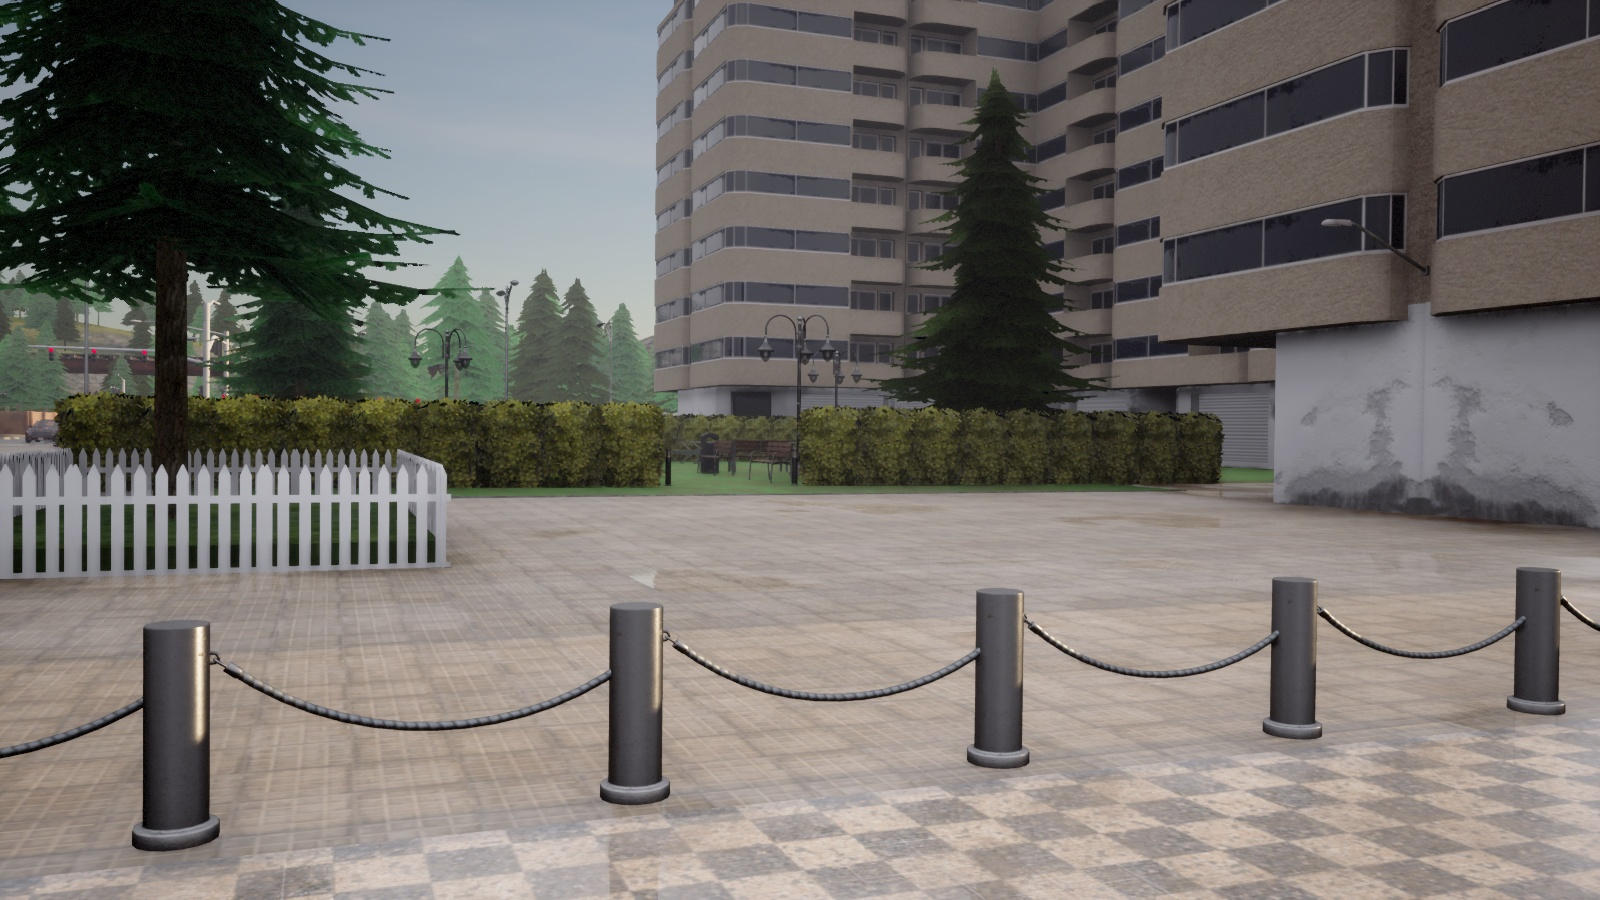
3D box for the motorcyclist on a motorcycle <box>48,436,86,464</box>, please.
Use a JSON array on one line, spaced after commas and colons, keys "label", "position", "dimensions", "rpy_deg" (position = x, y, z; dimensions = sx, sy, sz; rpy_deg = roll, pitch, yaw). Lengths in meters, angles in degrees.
[{"label": "motorcyclist on a motorcycle", "position": [-43.636, 0.004, 74.756], "dimensions": [2.350, 1.649, 0.766], "rpy_deg": [0, 0, 26]}]
